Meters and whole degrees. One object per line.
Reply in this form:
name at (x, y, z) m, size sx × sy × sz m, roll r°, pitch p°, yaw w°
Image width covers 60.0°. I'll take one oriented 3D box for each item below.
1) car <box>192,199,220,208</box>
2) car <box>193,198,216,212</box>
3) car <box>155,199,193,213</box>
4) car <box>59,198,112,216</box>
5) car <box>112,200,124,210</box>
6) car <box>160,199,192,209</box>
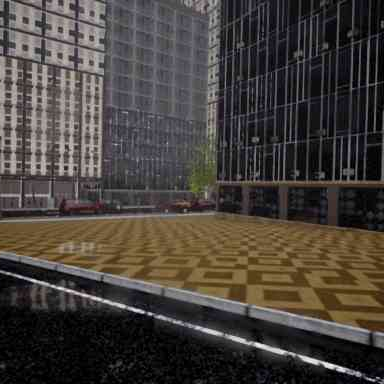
car at (2.363, 1.872, 55.621) m, size 4.313 × 1.339 × 1.947 m, roll 1°, pitch 1°, yaw -34°
car at (2.142, 1.781, 45.913) m, size 5.009 × 1.841 × 2.192 m, roll 1°, pitch 1°, yaw -34°
car at (-2.540, 1.965, 42.714) m, size 4.507 × 1.381 × 1.887 m, roll 1°, pitch 1°, yaw -34°
car at (-11.889, 1.644, 36.303) m, size 5.009 × 1.841 × 2.192 m, roll 1°, pitch 1°, yaw -34°
car at (-11.668, 1.719, 46.011) m, size 4.403 × 1.369 × 2.008 m, roll 1°, pitch 1°, yaw -34°
car at (-2.454, 1.784, 52.321) m, size 4.829 × 1.417 × 1.752 m, roll 1°, pitch 1°, yaw -34°
